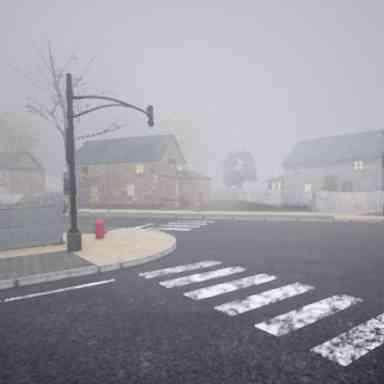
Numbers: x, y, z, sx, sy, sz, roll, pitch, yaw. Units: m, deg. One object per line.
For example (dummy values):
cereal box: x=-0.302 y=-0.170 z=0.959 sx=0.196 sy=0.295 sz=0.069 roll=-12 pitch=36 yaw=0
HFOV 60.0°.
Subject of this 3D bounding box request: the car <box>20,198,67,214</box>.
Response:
car: x=-11.772 y=1.182 z=25.110 sx=4.902 sy=1.511 sz=2.128 roll=-1 pitch=1 yaw=22
